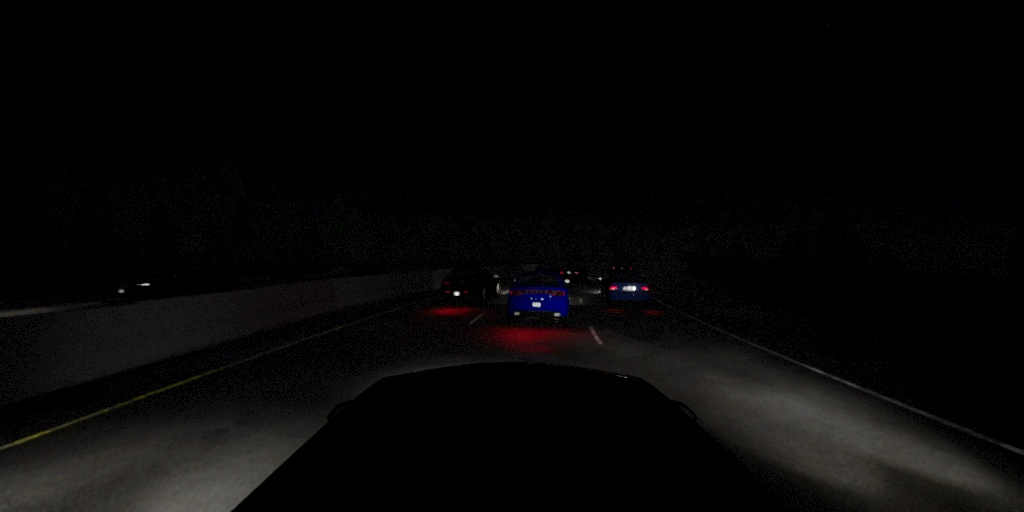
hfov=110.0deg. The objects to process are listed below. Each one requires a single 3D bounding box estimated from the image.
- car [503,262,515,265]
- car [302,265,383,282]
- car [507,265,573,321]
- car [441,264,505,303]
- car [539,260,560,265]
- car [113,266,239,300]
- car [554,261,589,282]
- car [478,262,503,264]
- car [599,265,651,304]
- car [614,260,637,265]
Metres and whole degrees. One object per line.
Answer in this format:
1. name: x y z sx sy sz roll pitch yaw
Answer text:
1. car: -1.439 1.565 56.797 1.895 1.301 4.718 0 0 32
2. car: -8.774 1.246 19.022 1.882 1.535 5.008 0 0 11
3. car: 1.017 1.256 12.724 1.882 1.535 5.008 0 0 7
4. car: -1.837 1.287 16.989 1.837 1.490 4.892 0 0 10
5. car: 3.473 1.376 35.334 1.812 1.442 4.674 0 0 22
6. car: -16.097 1.230 17.546 2.128 1.511 4.902 0 0 9
7. car: 5.324 1.382 30.566 2.033 1.411 5.357 0 0 20
8. car: -3.580 1.441 45.798 2.033 1.411 5.357 0 0 26
9. car: 5.142 1.348 16.709 2.033 1.411 5.357 0 0 11
10. car: 11.242 1.207 35.658 2.097 1.767 4.553 0 0 24
